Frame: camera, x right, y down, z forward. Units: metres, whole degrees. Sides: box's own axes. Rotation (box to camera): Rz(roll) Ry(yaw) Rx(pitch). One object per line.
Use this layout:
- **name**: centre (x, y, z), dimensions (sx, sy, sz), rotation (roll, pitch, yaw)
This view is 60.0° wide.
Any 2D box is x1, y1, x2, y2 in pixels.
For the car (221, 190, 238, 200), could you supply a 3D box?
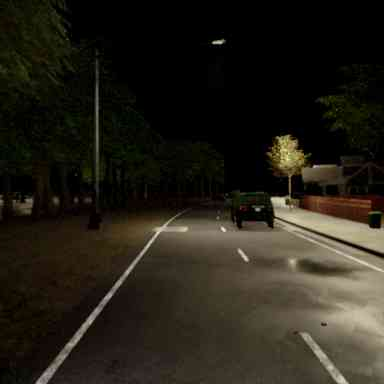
- **car**: centre (7.788, 0.574, 68.262), dimensions (2.150, 2.045, 5.566), rotation (0, 1, 19)

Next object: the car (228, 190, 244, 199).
- **car**: centre (9.881, 0.507, 73.856), dimensions (2.150, 2.045, 5.566), rotation (0, 1, 22)

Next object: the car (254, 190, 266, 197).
- **car**: centre (18.390, 0.350, 89.849), dimensions (2.097, 1.767, 4.553), rotation (0, 1, 28)

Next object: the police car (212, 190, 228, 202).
- **police car**: centre (4.803, 0.888, 58.854), dimensions (1.930, 1.638, 5.238), rotation (0, 1, 16)

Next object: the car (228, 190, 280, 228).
- **car**: centre (3.728, 1.052, 21.074), dimensions (2.150, 2.045, 5.566), rotation (0, 0, 2)
